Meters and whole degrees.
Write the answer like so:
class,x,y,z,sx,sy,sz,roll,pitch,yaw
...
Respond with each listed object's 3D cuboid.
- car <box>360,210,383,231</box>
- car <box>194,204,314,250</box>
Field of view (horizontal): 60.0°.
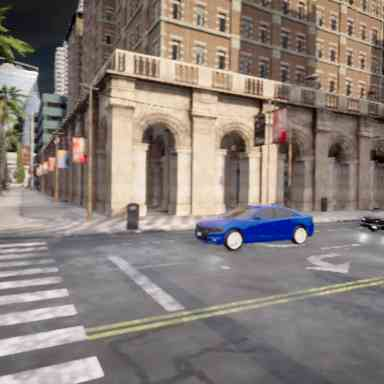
class,x,y,z,sx,sy,sz,roll,pitch,yaw
car,11.322,1.343,17.500,5.357,1.411,2.033,0,1,-27
car,2.496,1.233,12.990,5.008,1.535,1.882,0,1,-27
